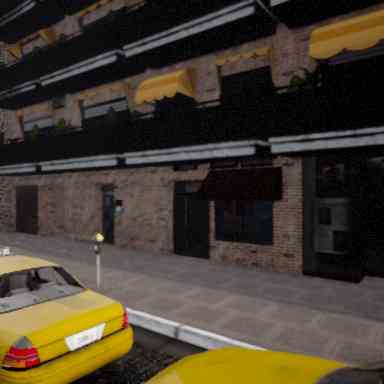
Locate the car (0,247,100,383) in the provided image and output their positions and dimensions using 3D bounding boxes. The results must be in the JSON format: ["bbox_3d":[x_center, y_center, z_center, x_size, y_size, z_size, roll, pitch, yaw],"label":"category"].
[{"bbox_3d":[-3.010,1.495,4.881,4.829,1.417,1.752,0,0,36],"label":"car"}]

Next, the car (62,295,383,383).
[{"bbox_3d":[1.598,1.528,1.592,4.829,1.417,1.752,0,0,36],"label":"car"}]
